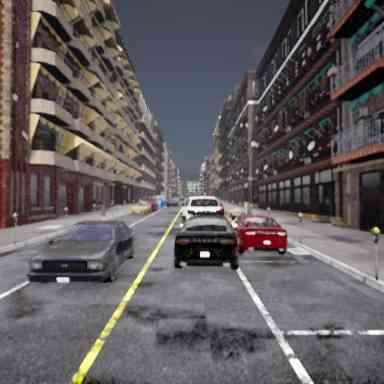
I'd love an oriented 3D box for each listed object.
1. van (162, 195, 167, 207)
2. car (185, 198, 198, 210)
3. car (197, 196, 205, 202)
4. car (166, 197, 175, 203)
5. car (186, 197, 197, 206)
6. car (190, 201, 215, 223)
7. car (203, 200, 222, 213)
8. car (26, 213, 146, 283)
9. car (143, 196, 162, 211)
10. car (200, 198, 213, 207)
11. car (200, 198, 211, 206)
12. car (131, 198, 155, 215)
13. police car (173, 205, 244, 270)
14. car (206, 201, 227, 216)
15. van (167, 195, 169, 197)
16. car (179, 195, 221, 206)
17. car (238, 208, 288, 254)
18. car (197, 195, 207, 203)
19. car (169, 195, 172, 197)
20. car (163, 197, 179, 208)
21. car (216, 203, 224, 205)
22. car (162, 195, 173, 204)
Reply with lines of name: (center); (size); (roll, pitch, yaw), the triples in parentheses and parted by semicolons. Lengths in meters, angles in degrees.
van: (-5.395, 1.555, 52.301); (1.690, 1.788, 3.998); (2, 0, 0)
car: (-0.093, 1.696, 47.977); (1.837, 1.490, 4.892); (0, 0, 0)
car: (2.370, 1.903, 90.973); (1.967, 1.590, 4.097); (1, 0, 0)
car: (-5.468, 1.989, 85.485); (1.947, 1.339, 4.313); (1, 0, 0)
car: (-0.125, 1.752, 62.753); (1.882, 1.535, 5.008); (0, 0, 0)
car: (0.771, 1.551, 27.400); (1.801, 1.575, 5.366); (0, 0, 0)
car: (2.502, 1.709, 41.195); (2.008, 1.369, 4.403); (1, 0, 0)
car: (-2.867, 1.578, 10.054); (2.033, 1.411, 5.357); (0, 0, 0)
car: (-5.372, 1.474, 41.243); (2.192, 1.841, 5.009); (2, 0, 0)
car: (2.469, 1.790, 57.786); (1.887, 1.381, 4.507); (1, 0, 0)
car: (2.458, 1.823, 63.316); (1.887, 1.381, 4.507); (1, 0, 0)
car: (-5.366, 1.658, 35.541); (1.752, 1.417, 4.829); (2, 0, 0)
police car: (0.551, 1.461, 11.390); (1.930, 1.638, 5.238); (0, 0, 5)
car: (2.513, 1.678, 35.663); (1.887, 1.381, 4.507); (1, 0, 0)
van: (-5.407, 1.587, 57.833); (1.690, 1.788, 3.998); (1, 0, 0)
car: (0.530, 1.294, 21.178); (2.150, 2.045, 5.566); (0, 0, -4)
car: (2.558, 1.587, 13.541); (1.887, 1.381, 4.507); (1, 0, 0)
car: (2.395, 1.699, 79.911); (2.192, 1.841, 5.009); (1, 0, 0)
car: (-5.428, 1.628, 68.894); (2.192, 1.841, 5.009); (1, 0, 0)
car: (-2.938, 1.808, 51.109); (1.895, 1.301, 4.718); (0, 0, 0)
car: (2.547, 1.588, 19.243); (1.752, 1.417, 4.829); (1, 0, 0)
car: (-5.439, 1.663, 74.424); (2.192, 1.841, 5.009); (1, 0, 0)
